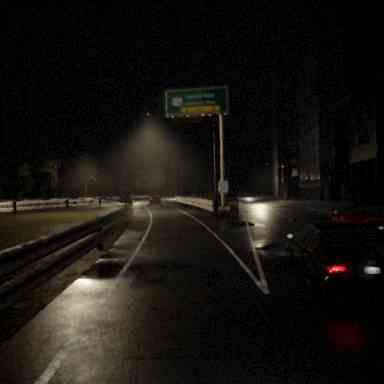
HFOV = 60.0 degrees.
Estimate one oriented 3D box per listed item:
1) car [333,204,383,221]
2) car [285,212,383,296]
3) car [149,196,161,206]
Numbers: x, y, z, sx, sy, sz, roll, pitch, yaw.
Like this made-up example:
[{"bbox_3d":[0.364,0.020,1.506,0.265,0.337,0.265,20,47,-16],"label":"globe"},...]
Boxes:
[{"bbox_3d":[8.252,1.343,16.397,1.882,1.535,5.008,-1,0,8],"label":"car"},{"bbox_3d":[3.680,1.496,8.671,2.033,1.411,5.357,-1,0,8],"label":"car"},{"bbox_3d":[-6.267,1.524,56.689,1.837,1.490,4.892,-1,0,-8],"label":"car"}]
